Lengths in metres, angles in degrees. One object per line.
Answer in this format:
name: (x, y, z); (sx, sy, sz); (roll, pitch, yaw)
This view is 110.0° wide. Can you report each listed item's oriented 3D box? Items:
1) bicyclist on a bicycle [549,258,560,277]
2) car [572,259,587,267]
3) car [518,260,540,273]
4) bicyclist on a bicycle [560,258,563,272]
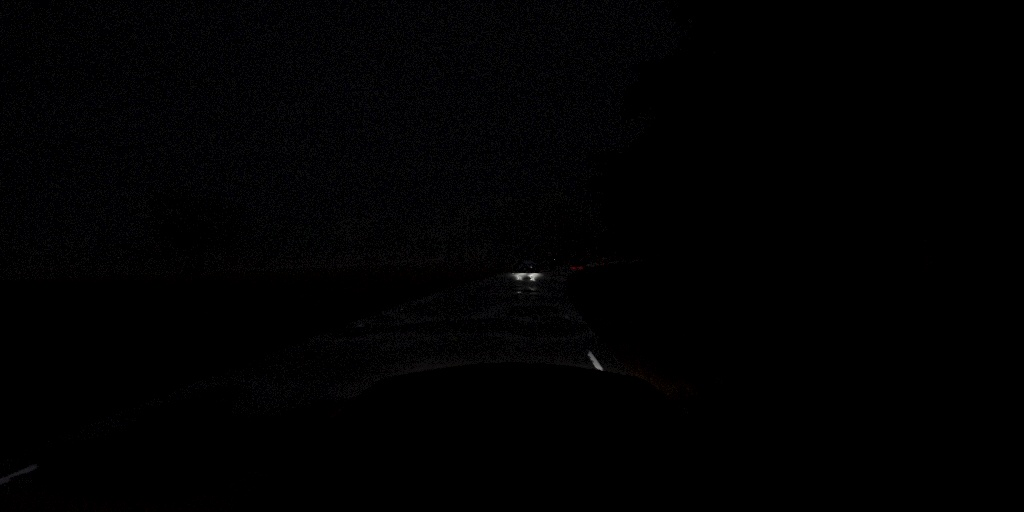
bicyclist on a bicycle: (3.401, 1.090, 30.048); (0.659, 1.776, 1.843); (0, 0, 10)
car: (11.666, 1.134, 61.719); (1.895, 1.301, 4.718); (0, 1, 22)
car: (1.972, 1.186, 41.808); (1.812, 1.442, 4.674); (0, 0, 14)
bicyclist on a bicycle: (5.220, 1.057, 38.711); (0.659, 1.776, 1.843); (0, 1, 13)
